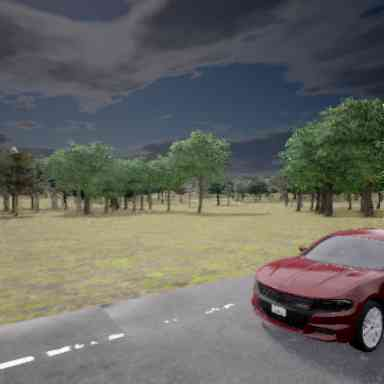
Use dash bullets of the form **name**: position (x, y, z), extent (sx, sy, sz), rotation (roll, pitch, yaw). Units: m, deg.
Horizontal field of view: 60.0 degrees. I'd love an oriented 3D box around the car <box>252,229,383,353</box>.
- **car**: position (3.318, 1.474, 6.320), extent (5.008, 1.535, 1.882), rotation (0, 0, -35)
